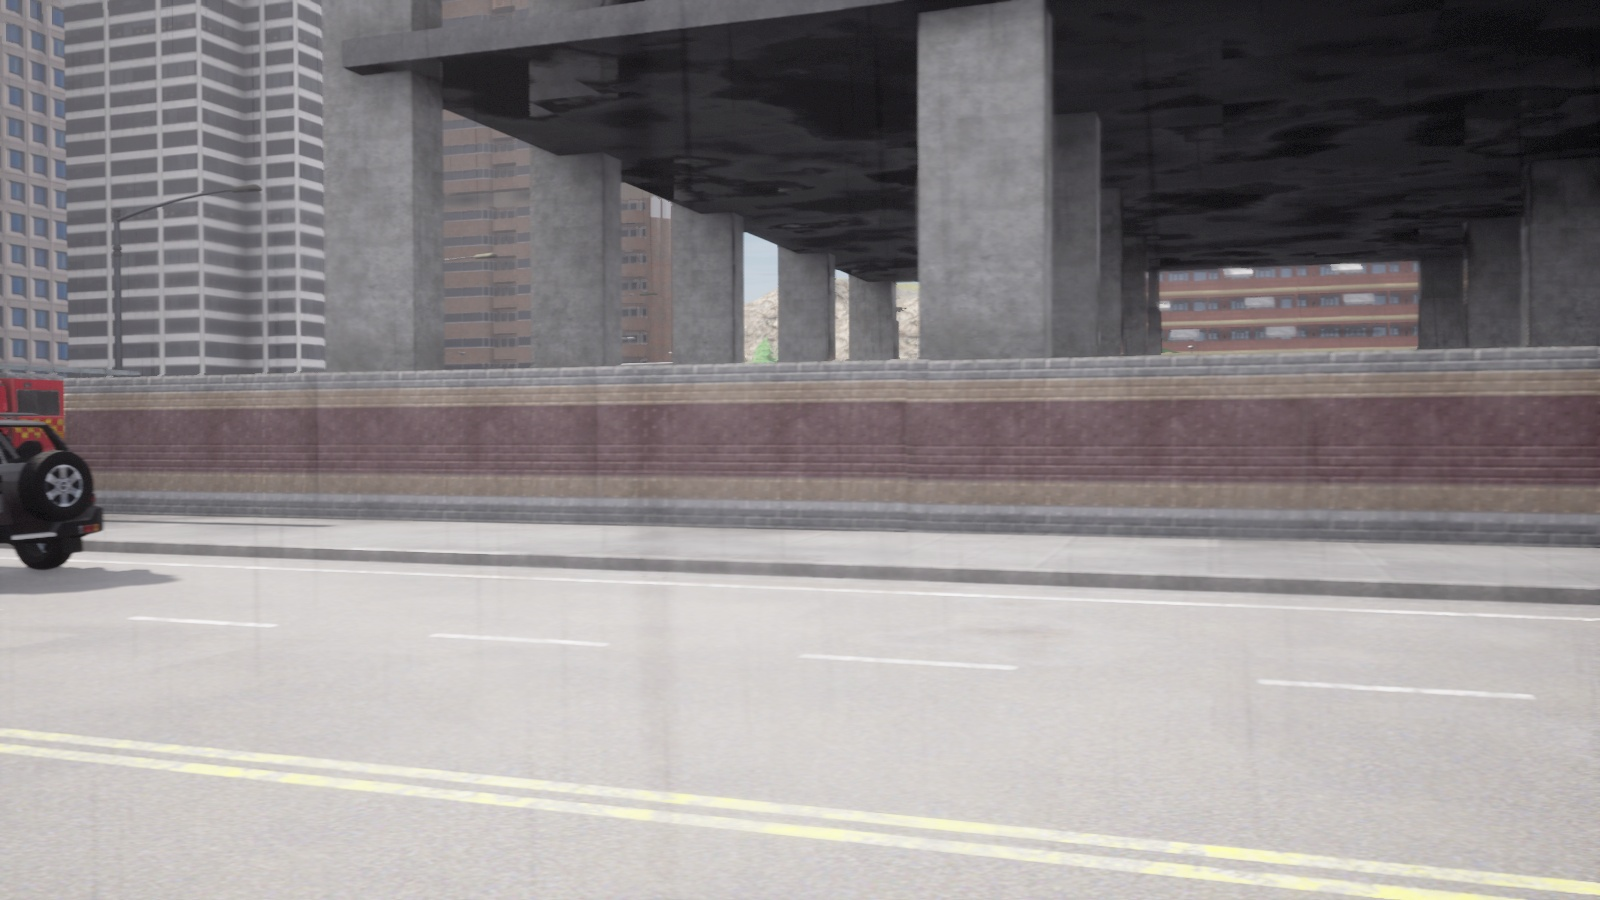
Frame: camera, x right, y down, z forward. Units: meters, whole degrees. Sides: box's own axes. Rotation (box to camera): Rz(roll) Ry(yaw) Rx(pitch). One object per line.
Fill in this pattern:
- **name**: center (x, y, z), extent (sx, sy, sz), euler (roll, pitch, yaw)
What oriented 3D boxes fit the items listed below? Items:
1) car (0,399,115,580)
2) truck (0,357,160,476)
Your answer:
- **car**: center (-10.241, 0.380, 14.019), extent (4.605, 1.855, 1.932), euler (1, 1, 19)
- **truck**: center (-26.413, -1.124, 42.854), extent (2.891, 3.827, 8.468), euler (1, 1, 19)
